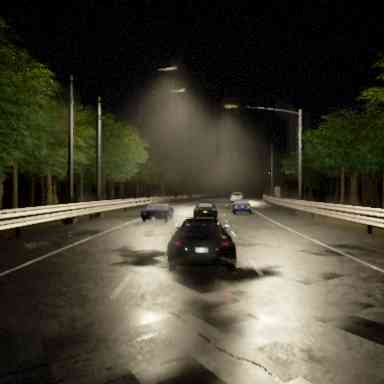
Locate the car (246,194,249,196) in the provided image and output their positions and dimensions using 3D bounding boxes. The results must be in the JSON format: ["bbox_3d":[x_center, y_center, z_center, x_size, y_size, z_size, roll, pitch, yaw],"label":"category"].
[{"bbox_3d":[12.994,1.250,85.630,1.882,1.535,5.008,0,0,13],"label":"car"}]

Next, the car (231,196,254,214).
[{"bbox_3d":[5.094,1.468,34.573,2.033,1.411,5.357,0,0,5],"label":"car"}]

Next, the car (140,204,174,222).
[{"bbox_3d":[-2.521,1.537,25.328,1.895,1.301,4.718,0,0,4],"label":"car"}]

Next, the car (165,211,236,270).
[{"bbox_3d":[0.317,1.538,10.984,1.994,1.385,4.181,0,0,2],"label":"car"}]

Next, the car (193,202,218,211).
[{"bbox_3d":[1.170,1.498,27.841,1.994,1.385,4.181,0,0,4],"label":"car"}]

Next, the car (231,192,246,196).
[{"bbox_3d":[8.170,1.069,59.886,2.150,2.045,5.566,0,0,9],"label":"car"}]
